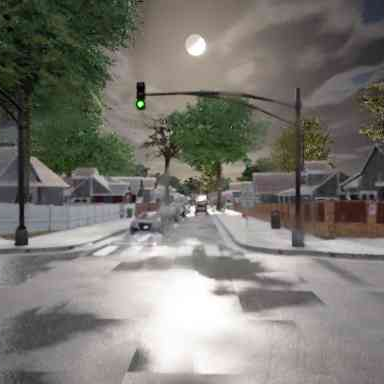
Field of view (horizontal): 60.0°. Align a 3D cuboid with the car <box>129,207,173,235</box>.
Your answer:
[{"bbox_3d":[-2.515,1.831,20.522,1.994,1.385,4.181,0,-1,2],"label":"car"}]

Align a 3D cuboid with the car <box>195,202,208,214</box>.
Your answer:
[{"bbox_3d":[1.363,2.569,50.052,1.837,1.490,4.892,0,-2,2],"label":"car"}]

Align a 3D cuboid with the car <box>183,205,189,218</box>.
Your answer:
[{"bbox_3d":[-1.806,2.139,40.224,2.097,1.767,4.553,0,-2,2],"label":"car"}]

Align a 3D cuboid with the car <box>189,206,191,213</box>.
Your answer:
[{"bbox_3d":[-1.198,2.891,55.537,1.895,1.301,4.718,0,-2,2],"label":"car"}]

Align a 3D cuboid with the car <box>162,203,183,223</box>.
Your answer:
[{"bbox_3d":[-2.153,2.006,30.679,1.882,1.535,5.008,0,-2,2],"label":"car"}]
